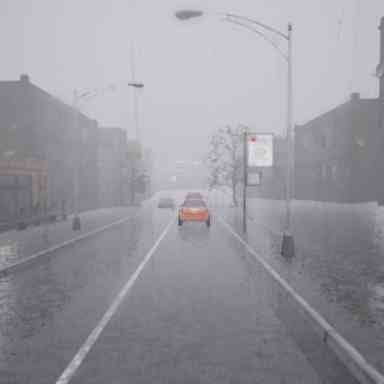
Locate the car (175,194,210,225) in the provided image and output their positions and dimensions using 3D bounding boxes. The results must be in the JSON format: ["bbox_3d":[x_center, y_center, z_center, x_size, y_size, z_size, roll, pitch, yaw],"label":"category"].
[{"bbox_3d":[0.152,1.268,23.454,2.097,1.767,4.553,0,0,0],"label":"car"}]

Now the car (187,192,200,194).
[{"bbox_3d":[0.238,1.059,42.626,2.150,2.045,5.566,0,0,0],"label":"car"}]

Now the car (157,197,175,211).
[{"bbox_3d":[-2.966,1.357,39.104,1.837,1.490,4.892,0,0,0],"label":"car"}]
